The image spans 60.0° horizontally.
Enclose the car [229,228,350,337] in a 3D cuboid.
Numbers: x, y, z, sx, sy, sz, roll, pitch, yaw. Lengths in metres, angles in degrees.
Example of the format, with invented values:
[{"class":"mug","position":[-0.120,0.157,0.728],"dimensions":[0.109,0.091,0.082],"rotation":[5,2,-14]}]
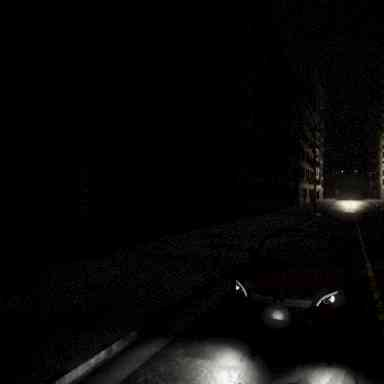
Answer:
[{"class":"car","position":[2.247,1.532,6.977],"dimensions":[1.812,1.442,4.674],"rotation":[0,0,25]}]
